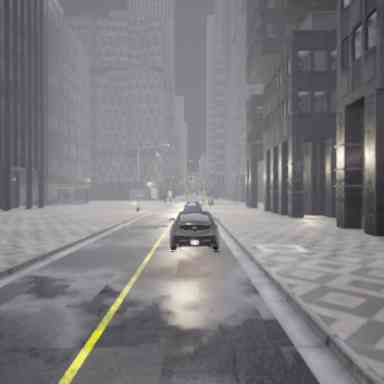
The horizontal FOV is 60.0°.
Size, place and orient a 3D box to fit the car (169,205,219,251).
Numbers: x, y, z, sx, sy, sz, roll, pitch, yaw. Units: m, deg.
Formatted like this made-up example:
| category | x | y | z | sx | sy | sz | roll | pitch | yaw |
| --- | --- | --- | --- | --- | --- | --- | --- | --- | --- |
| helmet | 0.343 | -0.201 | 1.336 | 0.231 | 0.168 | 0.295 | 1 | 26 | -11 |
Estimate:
| category | x | y | z | sx | sy | sz | roll | pitch | yaw |
| --- | --- | --- | --- | --- | --- | --- | --- | --- | --- |
| car | 0.097 | 1.517 | 14.071 | 1.837 | 1.490 | 4.892 | 0 | 0 | 0 |

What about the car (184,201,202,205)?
| category | x | y | z | sx | sy | sz | roll | pitch | yaw |
| --- | --- | --- | --- | --- | --- | --- | --- | --- | --- |
| car | 0.093 | 1.636 | 32.832 | 1.812 | 1.442 | 4.674 | 0 | 0 | 0 |
